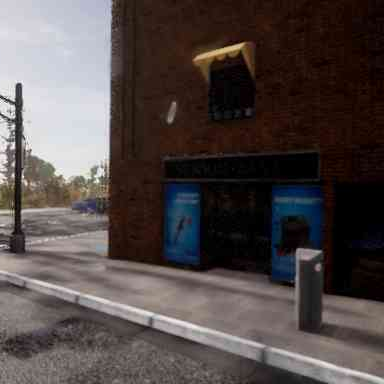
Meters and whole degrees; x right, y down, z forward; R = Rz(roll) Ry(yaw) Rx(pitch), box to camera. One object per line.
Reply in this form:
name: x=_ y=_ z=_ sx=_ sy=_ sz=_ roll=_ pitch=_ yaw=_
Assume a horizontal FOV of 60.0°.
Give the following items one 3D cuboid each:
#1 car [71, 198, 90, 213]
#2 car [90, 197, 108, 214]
car: x=-10.492 y=1.318 z=35.327 sx=1.882 sy=1.535 sz=5.008 roll=1 pitch=1 yaw=26
car: x=-7.440 y=1.121 z=34.150 sx=2.150 sy=2.045 sz=5.566 roll=1 pitch=1 yaw=26
